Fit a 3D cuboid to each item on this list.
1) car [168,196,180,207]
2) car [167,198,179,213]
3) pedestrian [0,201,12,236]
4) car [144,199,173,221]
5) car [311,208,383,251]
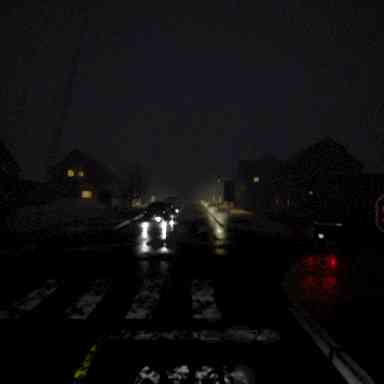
[{"bbox_3d":[-2.845,1.417,48.057,2.097,1.767,4.553,0,0,1],"label":"car"},{"bbox_3d":[-2.848,1.637,37.785,1.895,1.301,4.718,0,0,0],"label":"car"},{"bbox_3d":[-9.817,1.357,17.339,0.375,1.860,0.375,0,-3,-1],"label":"pedestrian"},{"bbox_3d":[-2.864,1.542,27.710,1.812,1.442,4.674,0,0,0],"label":"car"},{"bbox_3d":[6.954,1.388,12.756,4.902,1.511,2.128,1,-4,-19],"label":"car"}]
